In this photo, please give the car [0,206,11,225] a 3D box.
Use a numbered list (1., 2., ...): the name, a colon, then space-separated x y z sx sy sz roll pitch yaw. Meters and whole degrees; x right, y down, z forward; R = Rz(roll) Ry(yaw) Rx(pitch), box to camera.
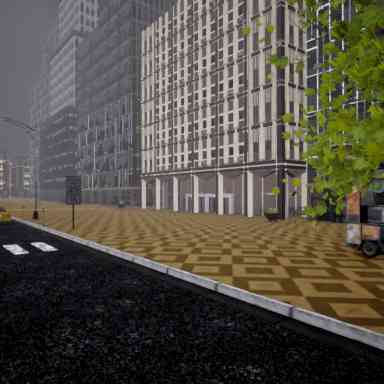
1. car: -13.899 1.529 23.329 1.752 1.417 4.829 0 0 -38
